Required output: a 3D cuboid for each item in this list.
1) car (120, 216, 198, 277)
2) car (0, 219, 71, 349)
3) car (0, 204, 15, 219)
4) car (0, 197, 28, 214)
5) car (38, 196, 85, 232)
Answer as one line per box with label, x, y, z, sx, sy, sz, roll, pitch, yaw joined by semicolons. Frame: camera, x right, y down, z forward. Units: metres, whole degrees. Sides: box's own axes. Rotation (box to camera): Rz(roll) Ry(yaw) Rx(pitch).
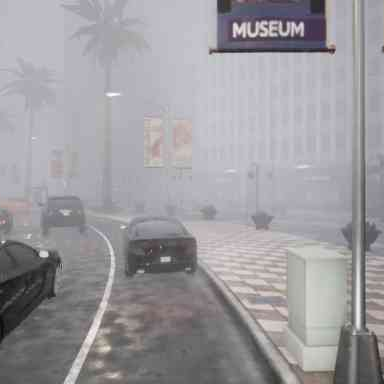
car;-1.184;1.476;10.449;1.882;1.535;5.008;0;0;-13
car;-3.580;1.474;5.377;1.882;1.535;5.008;0;0;-7
car;-11.227;1.590;18.763;1.895;1.301;4.718;0;0;-27
car;-18.458;1.333;33.978;2.097;1.767;4.553;0;0;-44
car;-7.707;1.216;19.586;2.150;2.045;5.566;0;0;-26
